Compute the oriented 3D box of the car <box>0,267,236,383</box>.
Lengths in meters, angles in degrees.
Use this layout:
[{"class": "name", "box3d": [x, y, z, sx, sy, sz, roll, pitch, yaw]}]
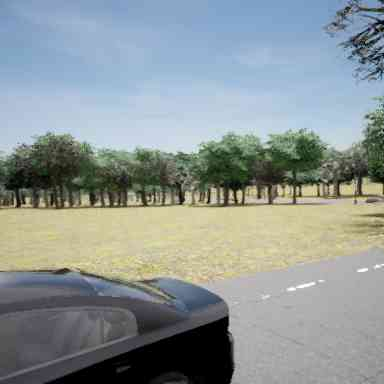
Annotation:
[{"class": "car", "box3d": [-1.897, 1.478, 2.638, 5.008, 1.535, 1.882, 0, 0, -36]}]
